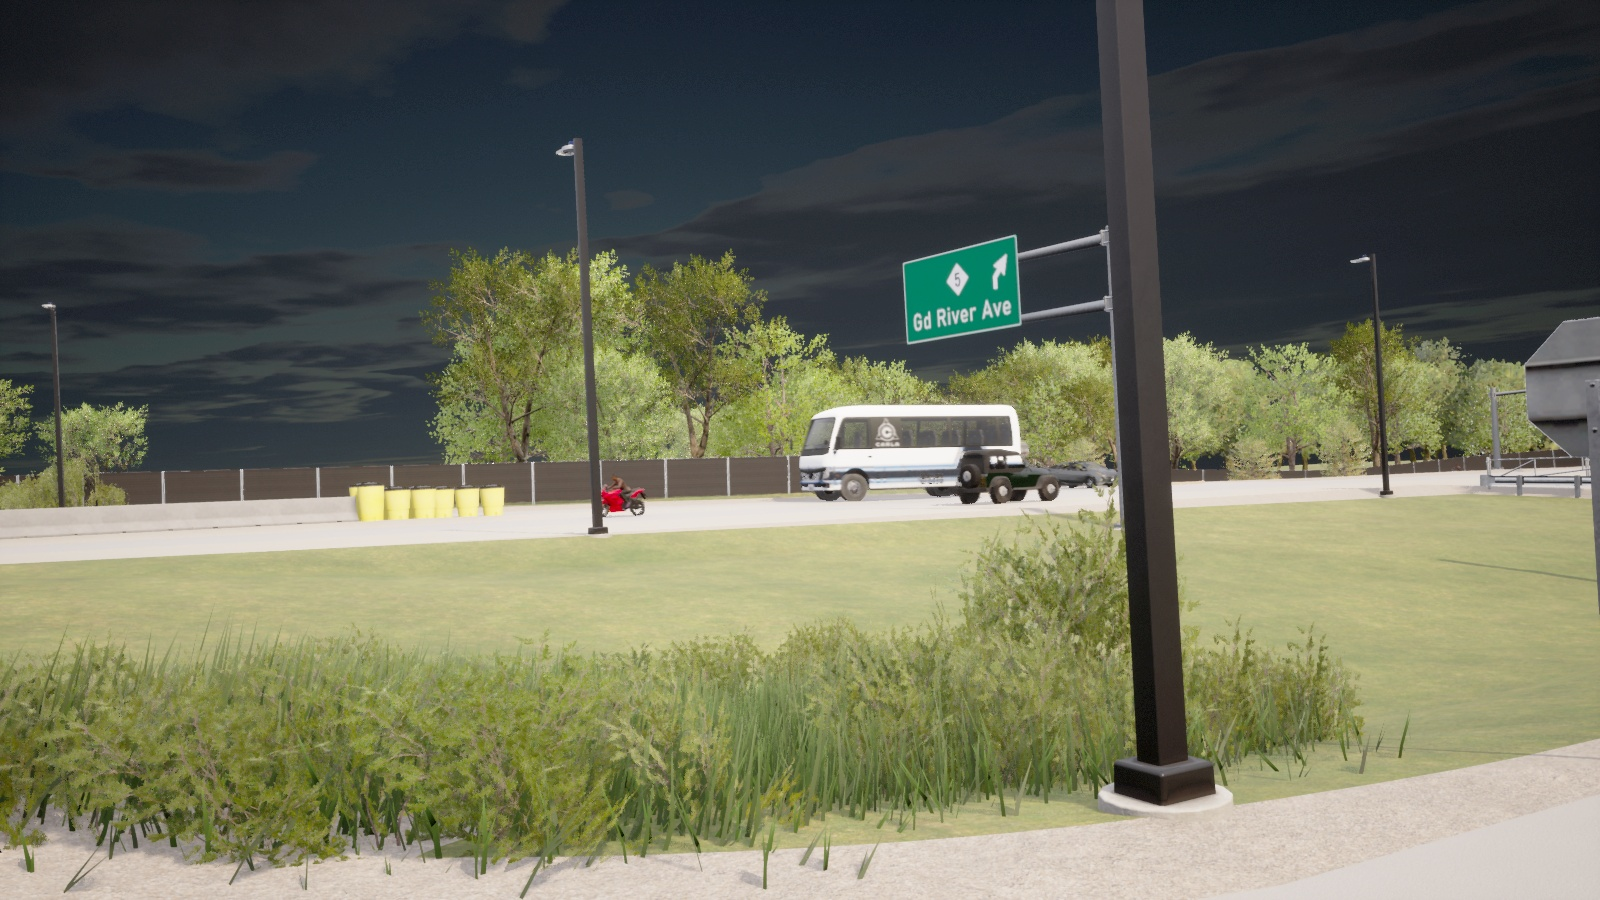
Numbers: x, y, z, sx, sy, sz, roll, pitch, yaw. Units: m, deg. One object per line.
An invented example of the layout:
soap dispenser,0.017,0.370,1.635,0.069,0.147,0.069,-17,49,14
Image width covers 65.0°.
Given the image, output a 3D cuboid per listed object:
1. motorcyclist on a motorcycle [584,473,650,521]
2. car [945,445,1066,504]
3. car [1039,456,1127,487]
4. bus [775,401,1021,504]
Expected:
motorcyclist on a motorcycle,-6.296,1.615,43.295,2.044,1.523,0.797,-2,-2,-35
car,7.238,0.859,44.165,3.866,1.878,1.905,-2,-2,-35
car,15.658,1.218,69.605,2.007,1.525,4.514,-2,-1,-35
bus,4.434,0.080,56.871,10.273,4.253,3.944,-2,-1,-22
